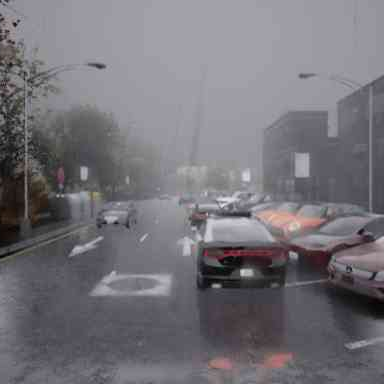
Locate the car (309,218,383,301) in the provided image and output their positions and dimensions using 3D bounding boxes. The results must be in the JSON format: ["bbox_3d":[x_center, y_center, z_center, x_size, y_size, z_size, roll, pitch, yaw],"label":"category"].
[{"bbox_3d":[5.193,1.451,7.267,4.674,1.452,2.002,1,1,-21],"label":"car"}]

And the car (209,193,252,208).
[{"bbox_3d":[4.656,0.990,40.279,4.553,1.767,2.185,1,0,-21],"label":"car"}]

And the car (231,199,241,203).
[{"bbox_3d":[4.996,1.332,19.274,4.674,1.452,2.002,1,0,-21],"label":"car"}]

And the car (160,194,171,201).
[{"bbox_3d":[-5.146,1.038,64.820,1.994,1.385,4.181,0,0,-1],"label":"car"}]

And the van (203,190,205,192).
[{"bbox_3d":[4.602,0.806,52.345,4.442,1.987,1.878,1,0,-21],"label":"van"}]

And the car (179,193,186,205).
[{"bbox_3d":[-0.765,0.932,46.841,2.097,1.767,4.553,0,0,0],"label":"car"}]

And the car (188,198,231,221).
[{"bbox_3d":[0.854,1.312,18.911,1.837,1.490,4.892,0,1,-1],"label":"car"}]

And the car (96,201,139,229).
[{"bbox_3d":[-4.342,1.284,19.936,2.128,1.511,4.902,0,1,-1],"label":"car"}]

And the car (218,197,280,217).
[{"bbox_3d":[4.838,1.241,28.266,4.792,1.488,2.163,1,1,-21],"label":"car"}]

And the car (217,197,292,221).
[{"bbox_3d":[4.738,1.232,25.206,5.366,1.575,1.946,1,1,-21],"label":"car"}]

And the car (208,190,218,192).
[{"bbox_3d":[4.800,0.934,31.264,5.566,2.045,2.435,1,1,-21],"label":"car"}]

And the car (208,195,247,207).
[{"bbox_3d":[4.641,1.134,43.289,4.674,1.452,2.002,1,1,-21],"label":"car"}]

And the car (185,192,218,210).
[{"bbox_3d":[0.760,1.103,24.878,2.097,1.767,4.553,0,1,-1],"label":"car"}]

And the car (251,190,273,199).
[{"bbox_3d":[16.972,0.603,80.552,2.435,2.045,5.566,0,1,-22],"label":"car"}]

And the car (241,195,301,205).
[{"bbox_3d":[5.079,1.195,16.277,4.553,1.767,2.185,1,1,-21],"label":"car"}]

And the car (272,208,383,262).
[{"bbox_3d":[5.114,1.409,10.258,4.792,1.488,2.163,1,1,-21],"label":"car"}]

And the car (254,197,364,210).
[{"bbox_3d":[5.125,1.225,13.277,4.553,1.767,2.185,1,1,-21],"label":"car"}]

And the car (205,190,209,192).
[{"bbox_3d":[4.626,0.947,46.297,4.553,1.767,2.185,1,1,-21],"label":"car"}]

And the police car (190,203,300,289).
[{"bbox_3d":[1.016,1.329,9.021,1.930,1.638,5.238,0,1,-1],"label":"police car"}]

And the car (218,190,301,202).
[{"bbox_3d":[4.945,1.013,22.249,5.566,2.045,2.435,1,1,-21],"label":"car"}]

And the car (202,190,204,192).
[{"bbox_3d":[4.291,0.696,64.333,5.566,2.045,2.435,1,0,-21],"label":"car"}]

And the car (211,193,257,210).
[{"bbox_3d":[4.701,1.012,37.279,4.553,1.767,2.185,1,0,-21],"label":"car"}]
